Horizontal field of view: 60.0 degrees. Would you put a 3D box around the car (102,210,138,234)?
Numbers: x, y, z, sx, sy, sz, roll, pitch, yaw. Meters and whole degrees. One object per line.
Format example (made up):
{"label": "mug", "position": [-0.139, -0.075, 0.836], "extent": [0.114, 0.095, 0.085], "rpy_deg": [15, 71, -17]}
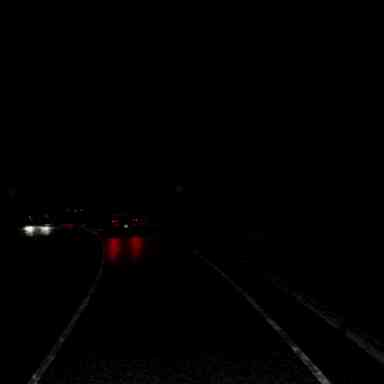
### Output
{"label": "car", "position": [-4.886, 1.966, 22.433], "extent": [1.812, 1.442, 4.674], "rpy_deg": [-1, -1, -22]}

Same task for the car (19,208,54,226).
{"label": "car", "position": [-16.604, 2.528, 34.985], "extent": [2.097, 1.767, 4.553], "rpy_deg": [-3, -1, -39]}

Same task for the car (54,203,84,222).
{"label": "car", "position": [-14.292, 2.298, 38.047], "extent": [2.150, 2.045, 5.566], "rpy_deg": [-3, -1, -39]}
